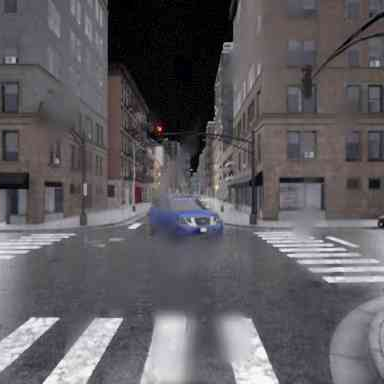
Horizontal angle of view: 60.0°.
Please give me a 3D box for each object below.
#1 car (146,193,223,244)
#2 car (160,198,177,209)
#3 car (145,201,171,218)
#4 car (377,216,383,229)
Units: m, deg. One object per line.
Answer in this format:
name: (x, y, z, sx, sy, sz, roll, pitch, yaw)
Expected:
car: (-0.578, 1.216, 16.369, 2.150, 2.045, 5.566, 0, 0, -23)
car: (-3.015, 1.505, 44.223, 1.994, 1.385, 4.181, 0, 0, 0)
car: (-3.043, 1.571, 30.580, 1.895, 1.301, 4.718, 0, 0, 0)
car: (12.169, 1.430, 17.439, 4.507, 1.381, 1.887, -1, 0, 1)
